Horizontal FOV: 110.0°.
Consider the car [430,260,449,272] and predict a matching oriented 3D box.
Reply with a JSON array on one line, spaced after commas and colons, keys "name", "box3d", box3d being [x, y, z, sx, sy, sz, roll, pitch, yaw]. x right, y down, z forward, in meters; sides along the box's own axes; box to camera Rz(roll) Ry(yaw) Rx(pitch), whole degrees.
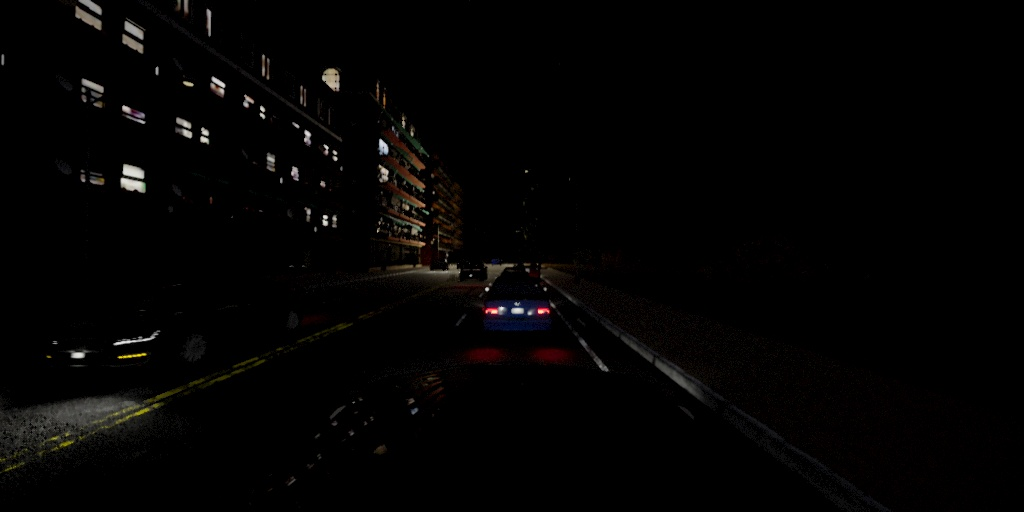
[{"name": "car", "box3d": [-9.730, 1.306, 48.215, 1.812, 1.442, 4.674, 0, 0, 0]}]

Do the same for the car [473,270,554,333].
[{"name": "car", "box3d": [0.127, 1.304, 10.718, 2.033, 1.411, 5.357, 0, 0, 0]}]

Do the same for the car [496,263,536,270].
[{"name": "car", "box3d": [0.147, 1.328, 21.051, 1.994, 1.385, 4.181, 0, 0, 1]}]

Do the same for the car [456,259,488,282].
[{"name": "car", "box3d": [-3.074, 1.261, 29.324, 2.128, 1.511, 4.902, 0, 0, 0]}]

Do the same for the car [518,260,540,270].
[{"name": "car", "box3d": [1.215, 1.121, 29.984, 2.097, 1.767, 4.553, 0, 0, 0]}]

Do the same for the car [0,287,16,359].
[{"name": "car", "box3d": [-9.836, 1.301, 6.520, 2.033, 1.411, 5.357, 0, 0, 0]}]

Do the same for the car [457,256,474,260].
[{"name": "car", "box3d": [-6.463, 1.003, 50.647, 2.150, 2.045, 5.566, 0, 0, 0]}]

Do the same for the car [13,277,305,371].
[{"name": "car", "box3d": [-6.584, 1.259, 7.871, 1.837, 1.490, 4.892, 0, 0, 0]}]
